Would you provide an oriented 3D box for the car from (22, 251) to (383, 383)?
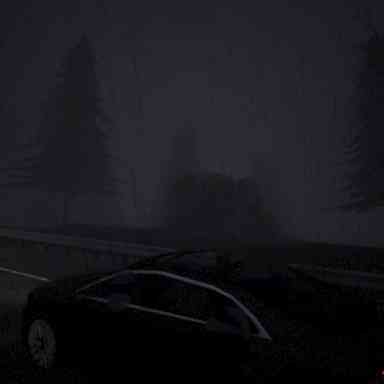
[{"bbox_3d":[-0.155,1.500,4.057,4.902,1.511,2.128,0,0,35],"label":"car"}]
